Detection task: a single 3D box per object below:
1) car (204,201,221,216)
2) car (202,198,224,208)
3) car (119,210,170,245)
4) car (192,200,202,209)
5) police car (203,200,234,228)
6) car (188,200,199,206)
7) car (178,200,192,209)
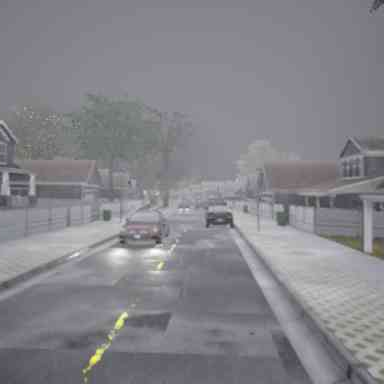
[{"bbox_3d":[2.454,1.905,40.239,1.801,1.575,5.366,0,-1,1],"label":"car"},{"bbox_3d":[2.335,1.584,34.051,2.150,2.045,5.566,0,-1,2],"label":"car"},{"bbox_3d":[-2.163,1.621,16.193,1.812,1.442,4.674,0,-1,3],"label":"car"},{"bbox_3d":[1.416,2.248,57.708,1.837,1.490,4.892,0,-1,-2],"label":"car"},{"bbox_3d":[1.946,1.640,24.083,1.930,1.638,5.238,0,-1,3],"label":"police car"},{"bbox_3d":[0.371,2.578,77.803,2.033,1.411,5.357,0,-1,-5],"label":"car"},{"bbox_3d":[-1.374,2.317,58.634,1.994,1.385,4.181,0,-1,-1],"label":"car"}]
